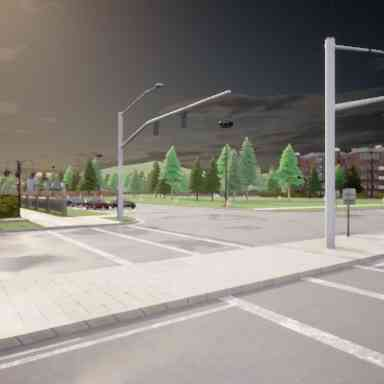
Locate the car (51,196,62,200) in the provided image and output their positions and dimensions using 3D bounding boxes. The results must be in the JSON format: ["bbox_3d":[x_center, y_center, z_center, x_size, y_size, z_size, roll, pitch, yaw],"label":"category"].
[{"bbox_3d":[-23.481,1.504,58.283,1.837,1.490,4.892,0,0,-36],"label":"car"}]

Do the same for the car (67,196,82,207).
[{"bbox_3d":[-17.640,1.504,50.200,1.837,1.490,4.892,0,0,-36],"label":"car"}]

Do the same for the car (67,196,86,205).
[{"bbox_3d":[-21.343,1.476,61.322,1.882,1.535,5.008,0,0,-36],"label":"car"}]

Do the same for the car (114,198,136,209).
[{"bbox_3d":[-9.442,1.546,44.870,2.033,1.411,5.357,0,0,-36],"label":"car"}]

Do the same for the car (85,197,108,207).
[{"bbox_3d":[-15.242,1.503,52.860,1.837,1.490,4.892,0,0,-36],"label":"car"}]

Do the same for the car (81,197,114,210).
[{"bbox_3d":[-12.227,1.600,42.759,1.895,1.301,4.718,0,0,-36],"label":"car"}]
